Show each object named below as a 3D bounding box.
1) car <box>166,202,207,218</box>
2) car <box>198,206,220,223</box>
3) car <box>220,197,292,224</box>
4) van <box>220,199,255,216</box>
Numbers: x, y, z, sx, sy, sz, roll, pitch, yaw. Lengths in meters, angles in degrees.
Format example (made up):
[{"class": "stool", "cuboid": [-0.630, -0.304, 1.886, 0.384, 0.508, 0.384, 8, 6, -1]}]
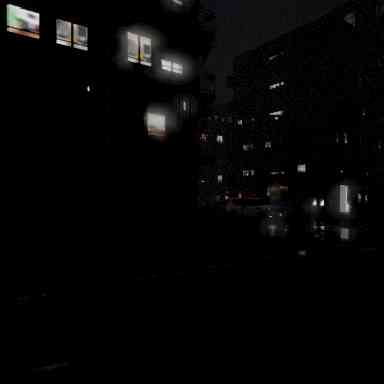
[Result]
[{"class": "car", "cuboid": [-0.653, 1.865, 36.206, 1.882, 1.535, 5.008, 0, -1, -36]}, {"class": "car", "cuboid": [1.728, 1.880, 28.651, 1.802, 1.307, 4.206, -1, 0, -36]}, {"class": "car", "cuboid": [5.288, 1.477, 28.143, 2.150, 2.045, 5.566, 0, -1, -36]}, {"class": "van", "cuboid": [5.135, 1.684, 38.091, 1.690, 1.788, 3.998, -1, 0, -36]}]
